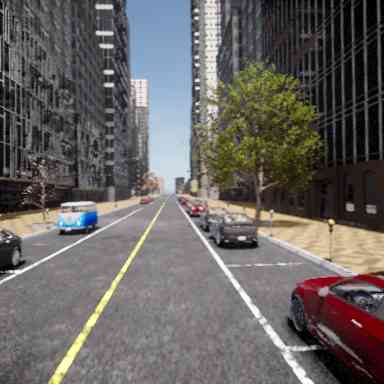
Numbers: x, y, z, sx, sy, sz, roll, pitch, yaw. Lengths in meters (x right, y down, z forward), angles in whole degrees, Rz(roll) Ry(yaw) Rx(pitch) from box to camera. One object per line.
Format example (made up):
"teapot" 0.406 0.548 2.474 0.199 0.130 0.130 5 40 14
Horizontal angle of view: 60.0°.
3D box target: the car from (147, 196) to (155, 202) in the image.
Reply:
"car" -11.655 1.964 94.250 1.947 1.339 4.313 -1 0 -4

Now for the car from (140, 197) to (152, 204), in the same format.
"car" -10.195 1.889 71.525 1.887 1.381 4.507 -1 0 -4

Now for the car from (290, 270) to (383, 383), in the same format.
"car" 2.544 1.563 3.888 1.802 1.307 4.206 -1 0 -4

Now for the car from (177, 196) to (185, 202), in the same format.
"car" -2.927 1.835 89.098 1.947 1.339 4.313 -1 0 -4

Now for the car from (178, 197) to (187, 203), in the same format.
"car" -2.197 1.808 77.737 1.947 1.339 4.313 -1 0 -4

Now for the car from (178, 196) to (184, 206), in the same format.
"car" -1.103 1.742 60.695 1.887 1.381 4.507 -1 0 -4

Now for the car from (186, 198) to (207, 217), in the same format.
"car" 0.719 1.541 32.292 1.967 1.590 4.097 -1 0 -4

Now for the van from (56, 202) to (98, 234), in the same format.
"van" -6.916 1.516 20.397 1.690 1.788 3.998 -1 0 -4

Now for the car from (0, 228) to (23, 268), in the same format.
"car" -6.184 1.676 9.035 2.008 1.369 4.403 -1 0 -4

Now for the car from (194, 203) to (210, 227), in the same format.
"car" 1.450 1.609 20.930 2.008 1.369 4.403 -1 0 -4

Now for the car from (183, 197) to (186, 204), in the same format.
"car" 0.354 1.562 37.972 1.967 1.590 4.097 -1 0 -4

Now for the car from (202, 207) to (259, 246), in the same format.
"car" 1.814 1.586 15.249 2.008 1.369 4.403 -1 0 -4
